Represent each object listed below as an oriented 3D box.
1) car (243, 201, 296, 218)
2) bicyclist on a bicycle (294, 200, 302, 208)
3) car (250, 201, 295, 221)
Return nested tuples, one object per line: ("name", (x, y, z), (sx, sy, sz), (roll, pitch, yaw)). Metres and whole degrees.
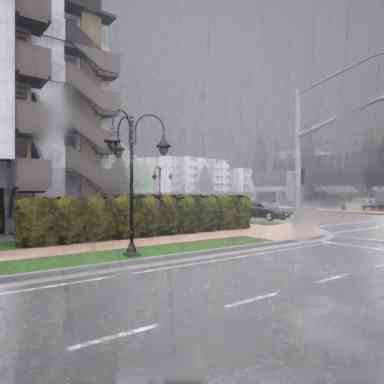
("car", (7.143, 1.601, 31.038), (1.895, 1.301, 4.718), (0, 0, -38))
("bicyclist on a bicycle", (13.295, 1.301, 41.601), (1.656, 1.620, 0.582), (0, 0, -39))
("car", (5.702, 1.505, 27.226), (1.837, 1.490, 4.892), (0, 0, -38))
